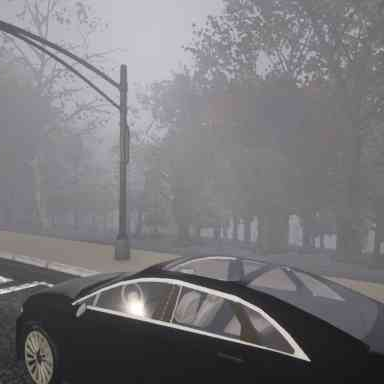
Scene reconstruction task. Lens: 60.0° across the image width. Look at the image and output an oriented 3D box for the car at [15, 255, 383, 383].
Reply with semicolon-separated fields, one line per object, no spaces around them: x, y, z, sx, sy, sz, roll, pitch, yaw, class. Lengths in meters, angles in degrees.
-0.017;1.491;3.712;4.902;1.511;2.128;0;0;34;car
